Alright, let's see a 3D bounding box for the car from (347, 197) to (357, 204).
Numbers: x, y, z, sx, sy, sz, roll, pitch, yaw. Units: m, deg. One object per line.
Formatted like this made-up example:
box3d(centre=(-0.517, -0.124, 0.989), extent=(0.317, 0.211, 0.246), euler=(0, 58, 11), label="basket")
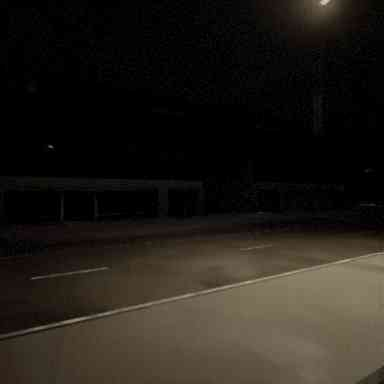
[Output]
box3d(centre=(27.949, 1.506, 61.231), extent=(2.128, 1.511, 4.902), euler=(0, 0, -20), label="car")
